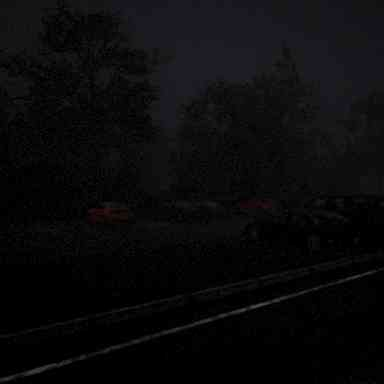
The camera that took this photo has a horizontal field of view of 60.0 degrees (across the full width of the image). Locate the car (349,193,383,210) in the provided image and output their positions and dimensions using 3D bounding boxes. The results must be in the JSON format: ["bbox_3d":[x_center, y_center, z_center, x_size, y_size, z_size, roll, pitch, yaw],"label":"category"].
[{"bbox_3d":[23.896,1.209,43.558,2.435,2.045,5.566,0,0,-36],"label":"car"}]

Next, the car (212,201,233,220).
[{"bbox_3d":[1.227,1.430,27.387,2.002,1.452,4.674,0,0,-35],"label":"car"}]

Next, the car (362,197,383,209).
[{"bbox_3d":[26.148,1.472,45.198,2.097,1.535,5.008,0,0,-36],"label":"car"}]

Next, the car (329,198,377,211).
[{"bbox_3d":[19.369,1.471,40.315,2.163,1.488,4.792,0,0,-36],"label":"car"}]

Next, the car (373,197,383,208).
[{"bbox_3d":[28.310,1.525,46.749,2.002,1.452,4.674,0,0,-36],"label":"car"}]

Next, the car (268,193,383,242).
[{"bbox_3d":[6.532,1.142,15.137,2.435,2.045,5.566,0,0,-35],"label":"car"}]

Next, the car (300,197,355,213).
[{"bbox_3d":[14.929,1.421,36.946,1.946,1.575,5.366,0,0,-36],"label":"car"}]

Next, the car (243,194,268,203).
[{"bbox_3d":[5.779,1.268,30.594,2.185,1.767,4.553,0,0,-36],"label":"car"}]

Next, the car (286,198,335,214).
[{"bbox_3d":[12.557,1.456,35.474,2.002,1.452,4.674,0,0,-36],"label":"car"}]

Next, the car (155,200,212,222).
[{"bbox_3d":[-1.044,1.393,25.771,2.097,1.535,5.008,0,0,-35],"label":"car"}]

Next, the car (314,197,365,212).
[{"bbox_3d":[17.090,1.433,38.714,2.097,1.535,5.008,0,0,-36],"label":"car"}]

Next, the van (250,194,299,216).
[{"bbox_3d":[7.956,1.173,32.330,1.878,1.987,4.442,0,0,-36],"label":"van"}]

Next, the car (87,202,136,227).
[{"bbox_3d":[-5.572,1.409,22.530,2.097,1.535,5.008,0,0,-35],"label":"car"}]

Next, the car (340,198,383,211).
[{"bbox_3d":[21.599,1.479,41.984,2.163,1.488,4.792,0,0,-36],"label":"car"}]

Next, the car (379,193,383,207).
[{"bbox_3d":[30.691,1.250,48.421,2.435,2.045,5.566,0,0,-36],"label":"car"}]

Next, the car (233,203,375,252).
[{"bbox_3d":[4.271,1.402,13.483,2.231,1.521,4.892,0,0,-35],"label":"car"}]
